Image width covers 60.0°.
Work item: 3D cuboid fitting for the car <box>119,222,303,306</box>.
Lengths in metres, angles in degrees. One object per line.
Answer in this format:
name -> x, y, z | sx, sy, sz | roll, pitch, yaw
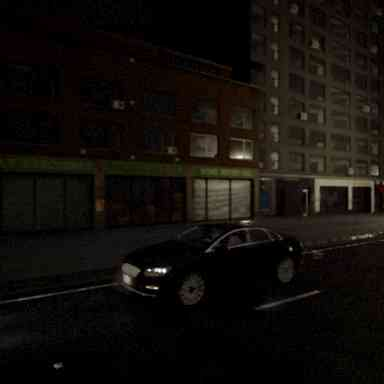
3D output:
car -> 0.677, 1.527, 8.177 | 4.902, 1.511, 2.128 | 1, 0, -36
